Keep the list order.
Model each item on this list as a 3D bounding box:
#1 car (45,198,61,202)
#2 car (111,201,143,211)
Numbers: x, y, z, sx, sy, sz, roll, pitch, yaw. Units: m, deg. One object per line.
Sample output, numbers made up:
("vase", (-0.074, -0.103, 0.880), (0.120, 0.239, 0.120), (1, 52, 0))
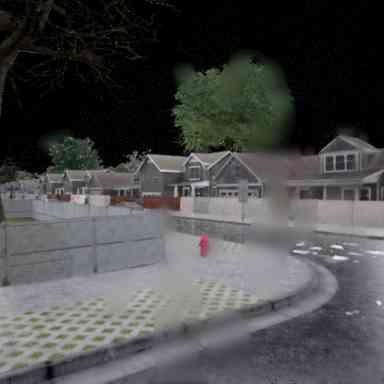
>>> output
("car", (-19.500, 1.583, 46.307), (2.033, 1.411, 5.357), (0, 0, -36))
("car", (-6.590, 1.583, 33.359), (1.994, 1.385, 4.181), (0, 0, -37))
